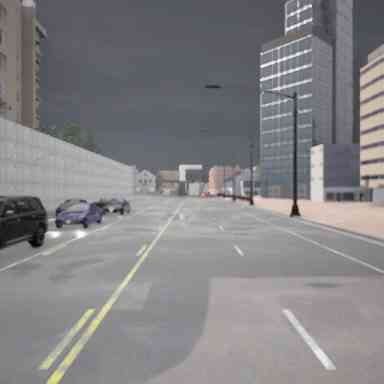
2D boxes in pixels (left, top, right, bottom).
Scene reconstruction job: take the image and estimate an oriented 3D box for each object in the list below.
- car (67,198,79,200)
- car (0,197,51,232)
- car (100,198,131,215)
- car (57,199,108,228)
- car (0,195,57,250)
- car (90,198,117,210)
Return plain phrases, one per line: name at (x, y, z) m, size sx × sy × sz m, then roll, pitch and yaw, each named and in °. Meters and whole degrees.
car at (-10.592, 1.364, 30.011) m, size 1.837 × 1.490 × 4.892 m, roll 0°, pitch 0°, yaw 0°
car at (-10.599, 1.257, 20.193) m, size 2.097 × 1.767 × 4.553 m, roll 0°, pitch 0°, yaw 0°
car at (-7.089, 1.343, 31.739) m, size 2.128 × 1.511 × 4.902 m, roll 0°, pitch 0°, yaw 0°
car at (-7.097, 1.425, 21.397) m, size 1.812 × 1.442 × 4.674 m, roll 0°, pitch 0°, yaw 0°
car at (-7.095, 1.166, 11.755) m, size 2.150 × 2.045 × 5.566 m, roll 0°, pitch 0°, yaw 0°
car at (-10.554, 1.413, 40.072) m, size 1.895 × 1.301 × 4.718 m, roll 0°, pitch 0°, yaw 0°
